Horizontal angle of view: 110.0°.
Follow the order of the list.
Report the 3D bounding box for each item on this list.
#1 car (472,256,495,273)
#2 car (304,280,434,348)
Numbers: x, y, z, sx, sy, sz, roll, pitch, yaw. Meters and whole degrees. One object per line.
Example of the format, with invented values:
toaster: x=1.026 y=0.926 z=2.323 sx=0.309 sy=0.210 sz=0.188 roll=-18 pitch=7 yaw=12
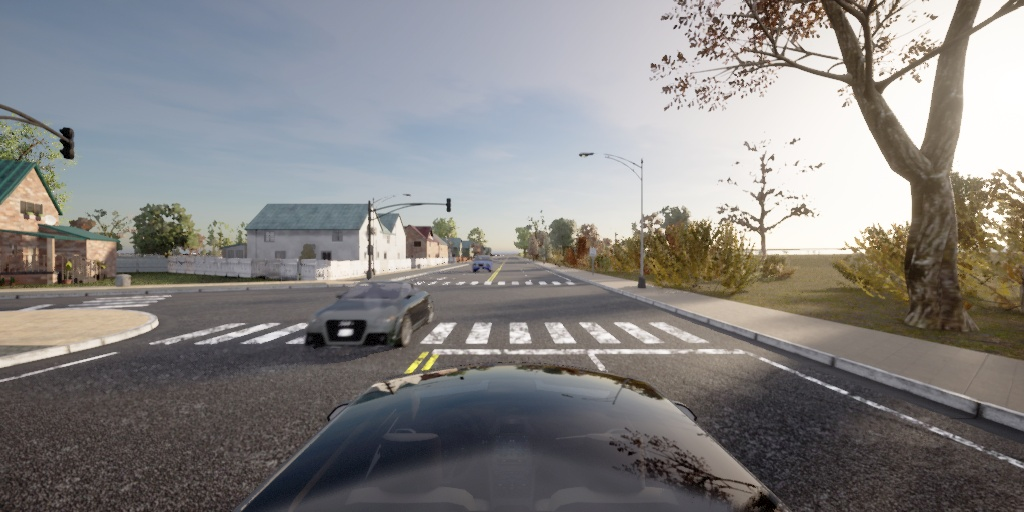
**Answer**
car: x=-3.484 y=0.973 z=42.759 sx=2.150 sy=2.045 sz=5.566 roll=0 pitch=0 yaw=0
car: x=-3.290 y=1.318 z=9.065 sx=1.994 sy=1.385 sz=4.181 roll=0 pitch=0 yaw=0
